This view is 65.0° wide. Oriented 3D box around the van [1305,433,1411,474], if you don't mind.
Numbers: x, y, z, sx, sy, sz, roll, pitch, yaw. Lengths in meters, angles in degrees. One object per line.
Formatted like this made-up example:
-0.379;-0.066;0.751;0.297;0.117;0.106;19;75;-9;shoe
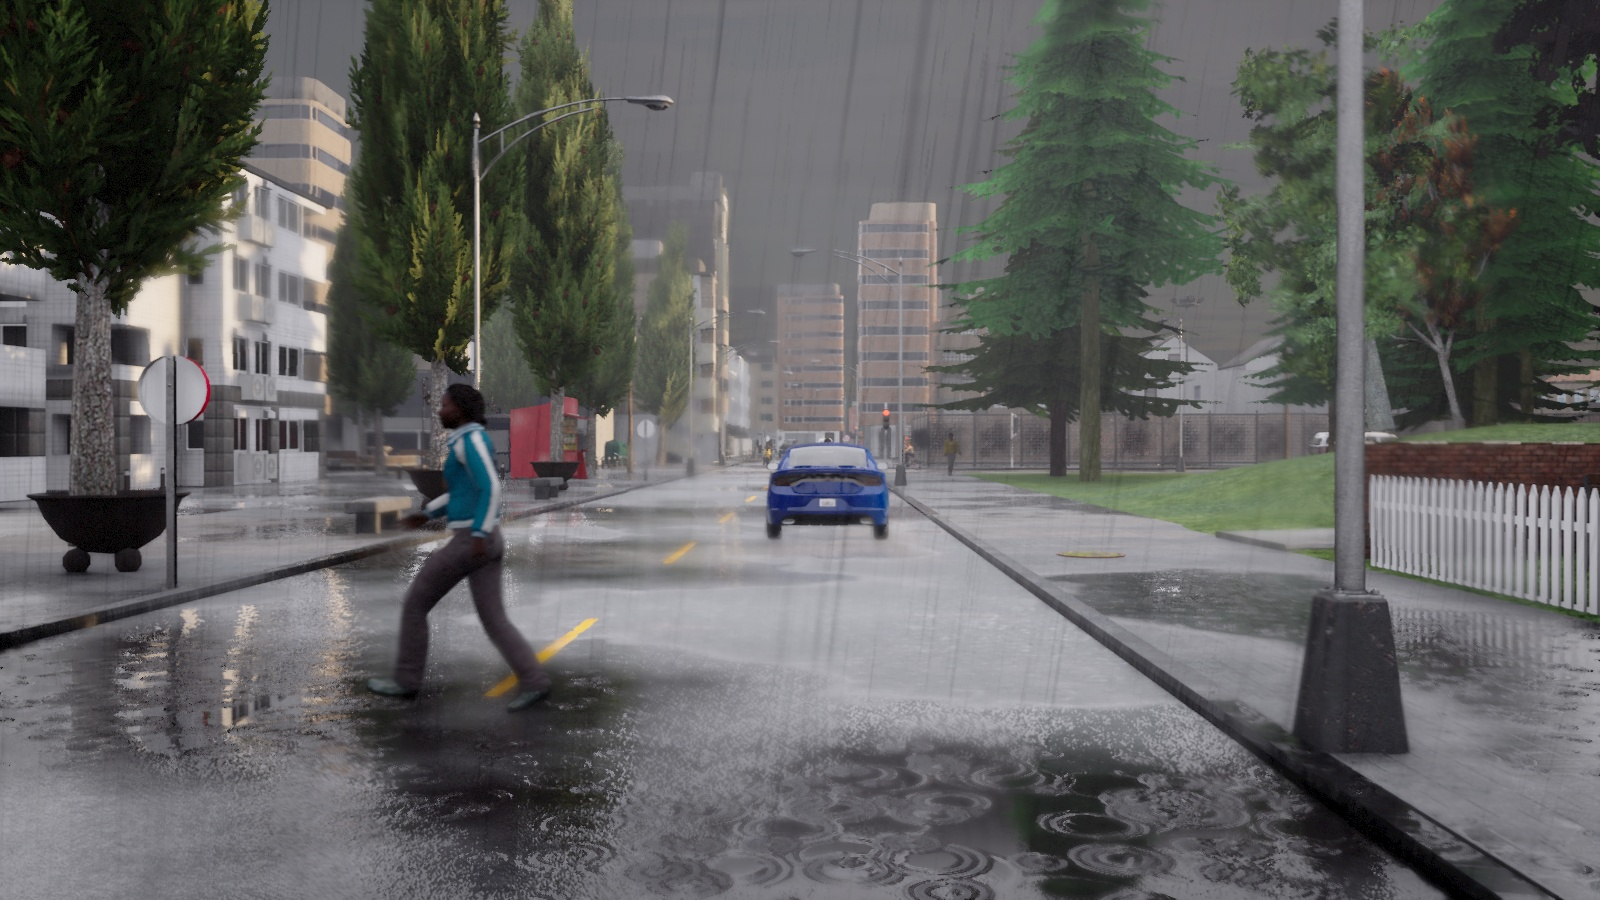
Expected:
28.347;0.169;63.879;4.480;2.038;2.069;0;0;1;van

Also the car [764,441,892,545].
0.462;0.618;20.998;1.882;1.535;5.008;0;0;1;car

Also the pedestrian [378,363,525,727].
-1.894;0.504;6.863;0.692;1.930;0.396;0;0;1;pedestrian

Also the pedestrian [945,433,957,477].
6.347;0.193;52.819;0.431;1.840;0.709;0;0;-1;pedestrian
